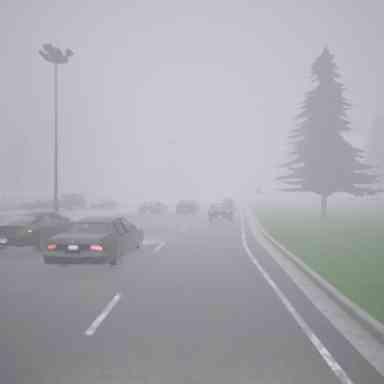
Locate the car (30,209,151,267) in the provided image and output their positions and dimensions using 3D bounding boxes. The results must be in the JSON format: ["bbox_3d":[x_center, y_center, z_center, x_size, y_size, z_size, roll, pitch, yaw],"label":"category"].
[{"bbox_3d":[-3.001,1.525,11.356,2.033,1.411,5.357,0,0,4],"label":"car"}]

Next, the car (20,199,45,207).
[{"bbox_3d":[-18.242,1.507,39.672,1.895,1.301,4.718,0,0,8],"label":"car"}]

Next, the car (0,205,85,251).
[{"bbox_3d":[-6.277,1.493,13.754,1.812,1.442,4.674,0,0,5],"label":"car"}]

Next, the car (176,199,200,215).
[{"bbox_3d":[-0.314,1.431,32.928,1.882,1.535,5.008,0,0,8],"label":"car"}]

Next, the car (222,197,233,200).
[{"bbox_3d":[4.599,1.455,42.681,1.837,1.490,4.892,0,0,8],"label":"car"}]

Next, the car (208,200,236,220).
[{"bbox_3d":[2.457,1.568,27.496,1.895,1.301,4.718,0,0,8],"label":"car"}]

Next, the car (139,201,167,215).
[{"bbox_3d":[-3.780,1.546,33.431,1.895,1.301,4.718,0,0,8],"label":"car"}]

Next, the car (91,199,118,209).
[{"bbox_3d":[-10.912,1.520,41.502,1.895,1.301,4.718,0,0,8],"label":"car"}]

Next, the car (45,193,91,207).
[{"bbox_3d":[-14.690,1.135,39.775,2.150,2.045,5.566,0,0,8],"label":"car"}]
